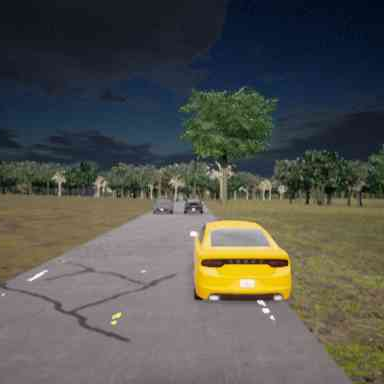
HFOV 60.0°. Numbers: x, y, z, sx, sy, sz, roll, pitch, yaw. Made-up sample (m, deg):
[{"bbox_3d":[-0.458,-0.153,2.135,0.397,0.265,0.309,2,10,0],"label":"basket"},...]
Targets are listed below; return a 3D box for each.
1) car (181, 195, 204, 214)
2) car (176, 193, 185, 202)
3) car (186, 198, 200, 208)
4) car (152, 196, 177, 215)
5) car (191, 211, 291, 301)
[{"bbox_3d":[0.167,1.417,34.263,1.837,1.490,4.892,0,0,0],"label":"car"},{"bbox_3d":[-2.518,1.256,77.128,2.150,2.045,5.566,0,-1,0],"label":"car"},{"bbox_3d":[0.176,1.513,46.242,1.895,1.301,4.718,0,0,1],"label":"car"},{"bbox_3d":[-2.750,1.416,33.008,1.837,1.490,4.892,0,0,0],"label":"car"},{"bbox_3d":[0.986,1.462,8.364,1.882,1.535,5.008,0,0,0],"label":"car"}]
